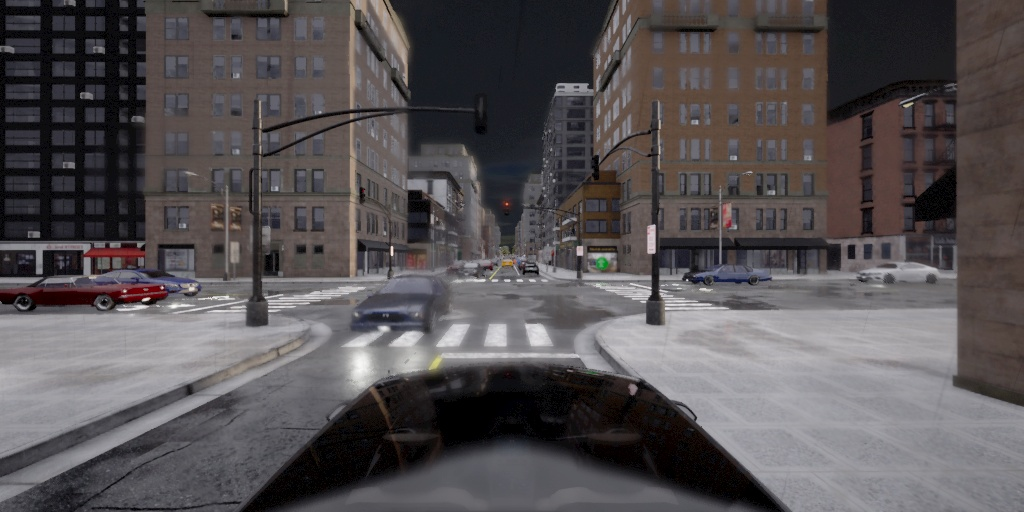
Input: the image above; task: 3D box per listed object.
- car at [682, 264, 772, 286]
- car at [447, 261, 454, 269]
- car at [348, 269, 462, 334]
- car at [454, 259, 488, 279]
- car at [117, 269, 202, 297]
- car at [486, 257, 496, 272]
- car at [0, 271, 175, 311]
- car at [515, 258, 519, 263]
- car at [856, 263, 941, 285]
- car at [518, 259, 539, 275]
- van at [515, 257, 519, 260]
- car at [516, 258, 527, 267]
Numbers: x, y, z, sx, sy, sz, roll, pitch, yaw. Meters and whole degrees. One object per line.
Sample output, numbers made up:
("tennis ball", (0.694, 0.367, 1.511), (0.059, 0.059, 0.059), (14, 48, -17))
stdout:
("car", (14.559, 1.242, 24.395), (5.357, 1.411, 2.033), (0, 0, -1))
("car", (-6.015, 1.230, 39.701), (1.967, 1.591, 4.097), (0, 0, 0))
("car", (-2.962, 1.292, 10.884), (2.033, 1.411, 5.357), (0, 0, -1))
("car", (-3.669, 1.304, 32.817), (1.812, 1.442, 4.674), (0, 0, 4))
("car", (-17.743, 1.337, 17.279), (4.674, 1.442, 1.812), (0, 0, 1))
("car", (-3.543, 1.283, 48.884), (1.882, 1.535, 5.008), (0, 0, 0))
("car", (-16.570, 1.401, 14.051), (4.718, 1.301, 1.895), (0, 0, -1))
("car", (1.887, 1.386, 56.293), (1.948, 1.339, 4.313), (0, 0, 0))
("car", (26.401, 1.170, 24.539), (4.674, 1.442, 1.812), (0, 0, -1))
("car", (2.010, 1.355, 39.760), (1.948, 1.339, 4.313), (0, 0, 0))
("van", (1.846, 1.173, 61.803), (1.690, 1.789, 3.998), (0, 0, 0))
("car", (1.928, 1.391, 50.782), (1.802, 1.307, 4.207), (0, 0, 0))
